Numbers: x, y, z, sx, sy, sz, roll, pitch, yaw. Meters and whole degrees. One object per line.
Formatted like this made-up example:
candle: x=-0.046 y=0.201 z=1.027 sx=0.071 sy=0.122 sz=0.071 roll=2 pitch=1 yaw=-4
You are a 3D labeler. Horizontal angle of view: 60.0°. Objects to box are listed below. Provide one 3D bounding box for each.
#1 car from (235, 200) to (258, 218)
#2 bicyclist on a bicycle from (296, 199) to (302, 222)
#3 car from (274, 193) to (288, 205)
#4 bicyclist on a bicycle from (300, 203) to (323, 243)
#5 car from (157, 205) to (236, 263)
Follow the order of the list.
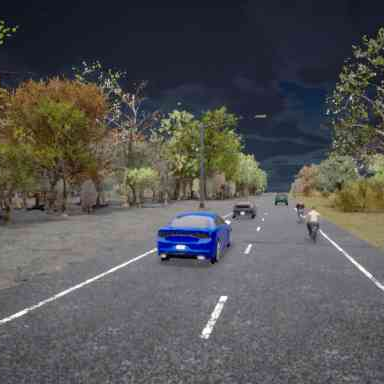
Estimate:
car: x=4.820 y=1.511 z=29.975 sx=1.837 sy=1.490 sz=4.892 roll=0 pitch=0 yaw=14
bicyclist on a bicycle: x=7.774 y=1.376 z=23.892 sx=0.659 sy=1.776 sz=1.843 roll=0 pitch=0 yaw=14
car: x=15.768 y=1.236 z=58.724 sx=2.150 sy=2.045 sz=5.566 roll=0 pitch=0 yaw=15
bicyclist on a bicycle: x=5.501 y=1.440 z=15.087 sx=0.866 sy=1.612 sz=1.509 roll=0 pitch=0 yaw=15
car: x=0.284 y=1.479 z=12.202 sx=1.882 sy=1.535 sz=5.008 roll=0 pitch=0 yaw=14
